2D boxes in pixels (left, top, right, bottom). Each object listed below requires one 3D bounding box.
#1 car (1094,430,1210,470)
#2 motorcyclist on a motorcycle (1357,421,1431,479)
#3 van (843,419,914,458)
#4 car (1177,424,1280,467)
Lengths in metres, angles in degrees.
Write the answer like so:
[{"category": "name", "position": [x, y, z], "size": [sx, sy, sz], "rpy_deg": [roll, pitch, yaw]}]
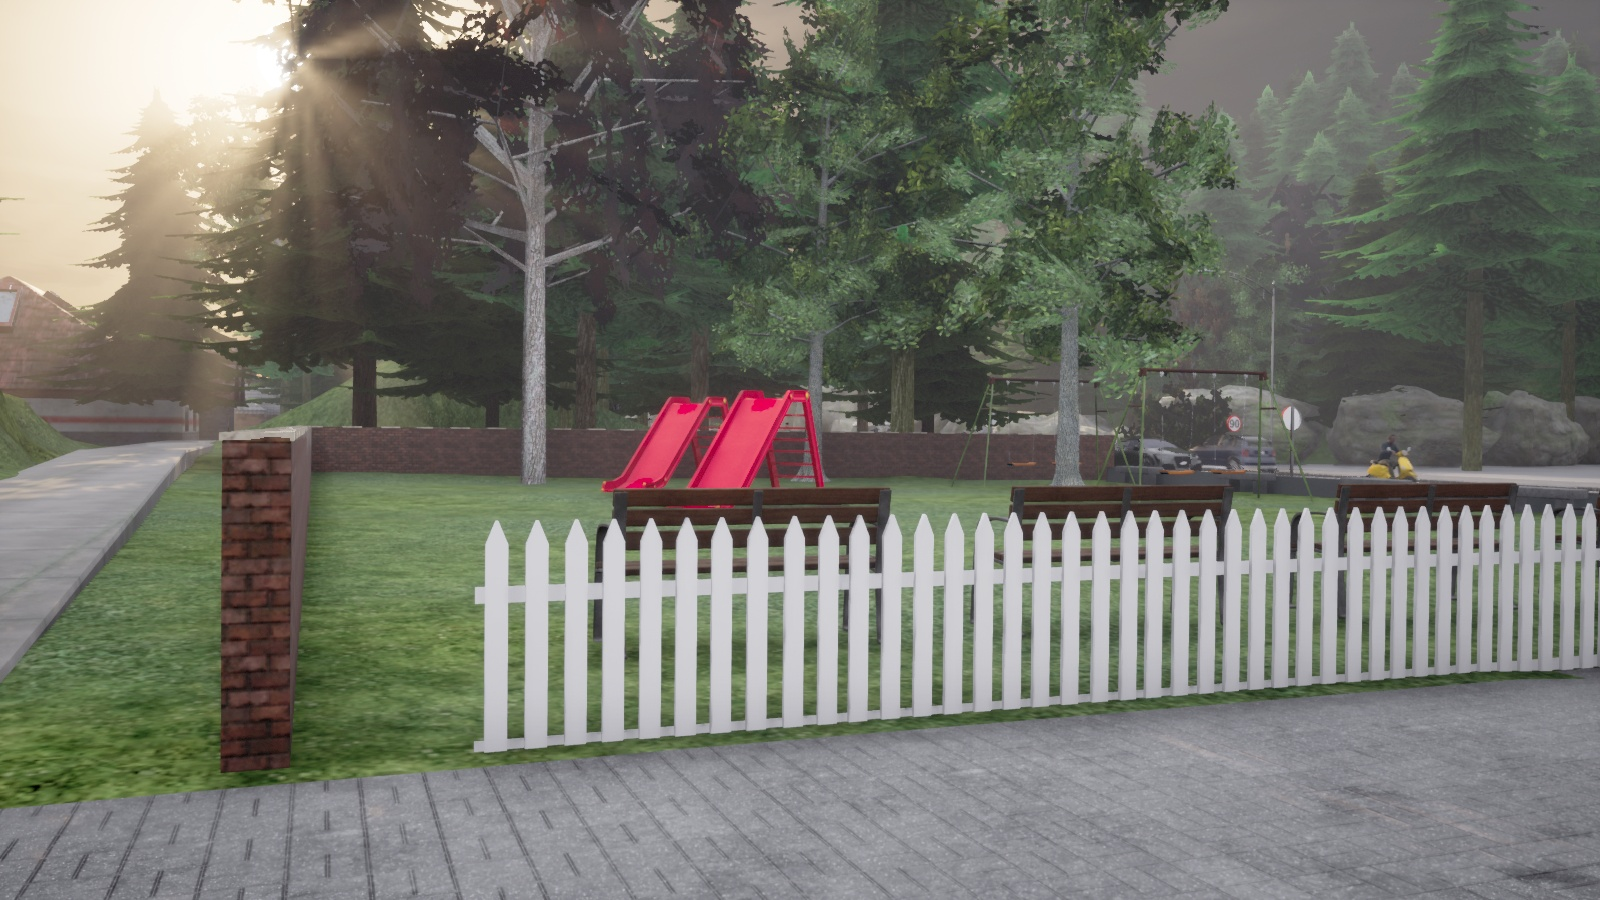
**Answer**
[{"category": "car", "position": [12.859, -0.028, 46.150], "size": [1.994, 1.385, 4.181], "rpy_deg": [-1, 1, -21]}, {"category": "motorcyclist on a motorcycle", "position": [16.857, -0.011, 35.687], "size": [0.866, 1.590, 1.817], "rpy_deg": [-1, 1, -21]}, {"category": "van", "position": [4.263, -0.638, 68.591], "size": [2.069, 2.038, 4.480], "rpy_deg": [-1, 1, -23]}, {"category": "car", "position": [16.378, -0.183, 48.134], "size": [1.789, 1.549, 3.705], "rpy_deg": [-1, 1, -21]}]
